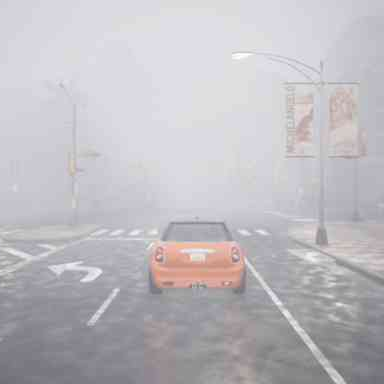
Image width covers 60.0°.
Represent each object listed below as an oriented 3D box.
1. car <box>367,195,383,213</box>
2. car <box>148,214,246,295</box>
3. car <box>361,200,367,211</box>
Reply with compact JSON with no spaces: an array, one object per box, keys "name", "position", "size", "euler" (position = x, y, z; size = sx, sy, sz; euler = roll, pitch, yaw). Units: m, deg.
[{"name":"car","position":[22.104,1.443,36.124],"size":[4.553,1.767,2.097],"euler":[0,0,1]},{"name":"car","position":[0.119,1.374,8.973],"size":[2.097,1.767,4.553],"euler":[0,0,0]},{"name":"car","position":[23.233,1.321,39.620],"size":[5.566,2.045,2.150],"euler":[0,0,1]}]
